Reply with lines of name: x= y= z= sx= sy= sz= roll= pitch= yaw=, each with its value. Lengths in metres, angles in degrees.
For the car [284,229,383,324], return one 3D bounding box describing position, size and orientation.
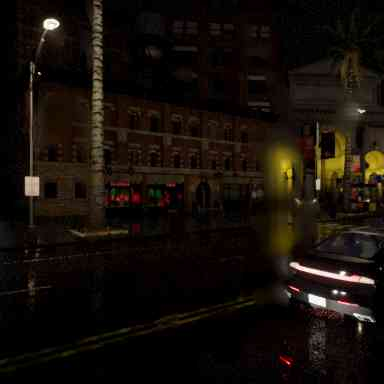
car: x=3.951 y=1.492 z=6.628 sx=4.902 sy=1.511 sz=2.128 roll=0 pitch=0 yaw=-35
